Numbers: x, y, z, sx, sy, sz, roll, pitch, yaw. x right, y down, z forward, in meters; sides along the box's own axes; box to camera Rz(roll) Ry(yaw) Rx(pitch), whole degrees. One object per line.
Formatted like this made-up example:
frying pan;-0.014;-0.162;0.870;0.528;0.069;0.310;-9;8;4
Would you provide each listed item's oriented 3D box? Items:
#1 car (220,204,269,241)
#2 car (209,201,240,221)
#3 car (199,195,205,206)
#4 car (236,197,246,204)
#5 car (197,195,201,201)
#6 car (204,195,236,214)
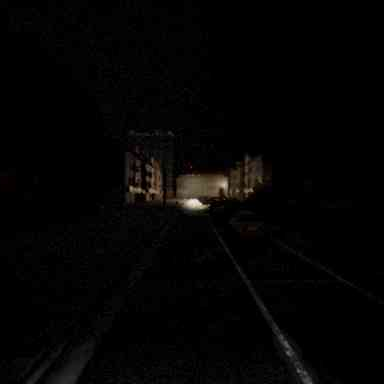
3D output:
car;2.650;1.557;16.761;1.752;1.417;4.829;1;0;0
car;2.651;1.642;27.490;1.802;1.307;4.206;1;0;0
car;2.658;1.726;59.369;1.887;1.381;4.507;1;0;0
car;5.583;1.454;44.668;4.553;1.767;2.097;0;-1;0
car;2.661;1.807;75.681;1.887;1.381;4.507;0;0;0
car;2.656;1.392;32.939;2.192;1.841;5.009;1;0;0
